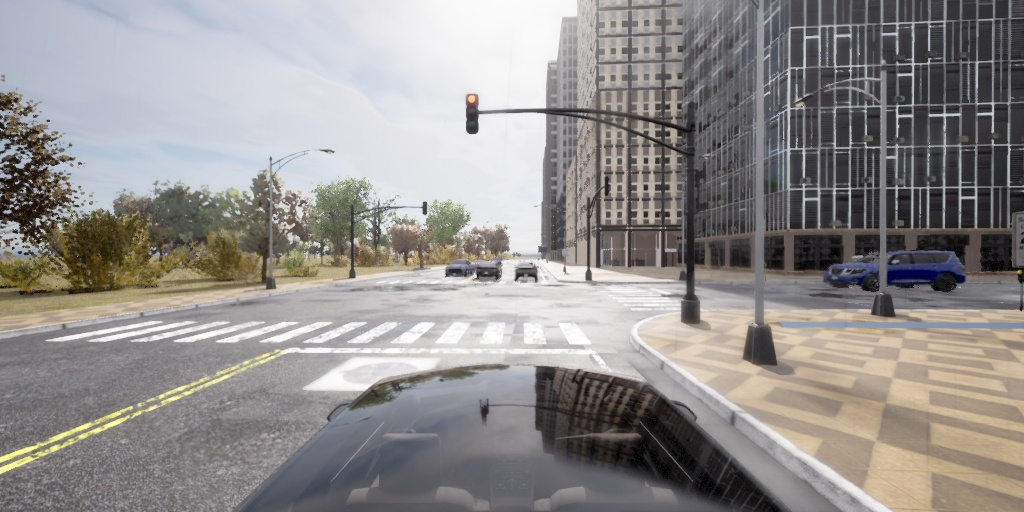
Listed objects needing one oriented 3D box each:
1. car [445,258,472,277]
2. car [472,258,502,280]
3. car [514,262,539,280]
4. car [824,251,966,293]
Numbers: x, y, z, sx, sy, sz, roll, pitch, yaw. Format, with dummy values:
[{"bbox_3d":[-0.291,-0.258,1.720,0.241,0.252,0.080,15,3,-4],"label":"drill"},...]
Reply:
[{"bbox_3d":[-5.179,1.095,35.484,2.097,1.767,4.553,0,0,3],"label":"car"},{"bbox_3d":[-1.944,1.224,31.776,1.882,1.535,5.008,0,0,3],"label":"car"},{"bbox_3d":[1.255,1.252,30.713,1.837,1.490,4.892,0,0,3],"label":"car"},{"bbox_3d":[19.647,0.765,18.566,5.566,2.045,2.150,-1,0,4],"label":"car"}]
